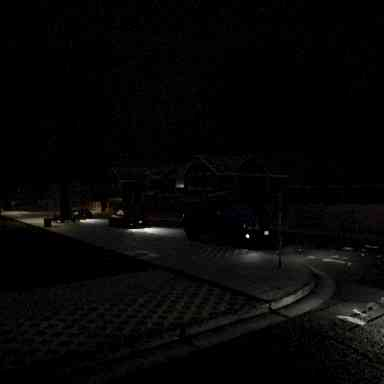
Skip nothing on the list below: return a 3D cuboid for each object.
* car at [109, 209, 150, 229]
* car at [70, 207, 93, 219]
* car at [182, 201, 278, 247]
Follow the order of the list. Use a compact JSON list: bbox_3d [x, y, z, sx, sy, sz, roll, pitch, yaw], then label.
[{"bbox_3d":[-4.966,2.057,26.120,1.994,1.385,4.181,0,-1,-36],"label":"car"},{"bbox_3d":[-12.482,2.303,36.680,1.994,1.385,4.181,0,-1,-35],"label":"car"},{"bbox_3d":[1.669,1.482,16.847,2.150,2.045,5.566,0,-1,-35],"label":"car"}]
